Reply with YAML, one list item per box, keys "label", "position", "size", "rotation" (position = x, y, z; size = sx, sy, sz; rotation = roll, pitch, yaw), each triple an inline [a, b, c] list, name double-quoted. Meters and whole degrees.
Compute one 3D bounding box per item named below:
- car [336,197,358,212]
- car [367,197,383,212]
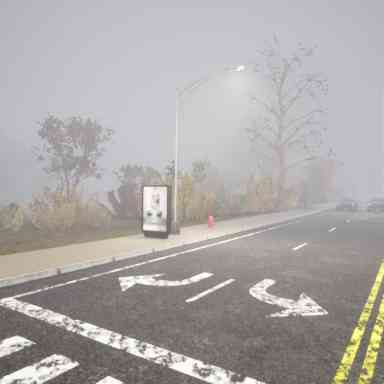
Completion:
- label: "car"
  position: [18.596, 1.390, 39.829]
  size: [2.097, 1.767, 4.553]
  rotation: [0, 0, 30]
- label: "car"
  position: [21.404, 1.393, 38.192]
  size: [2.097, 1.767, 4.553]
  rotation: [0, 0, 30]
